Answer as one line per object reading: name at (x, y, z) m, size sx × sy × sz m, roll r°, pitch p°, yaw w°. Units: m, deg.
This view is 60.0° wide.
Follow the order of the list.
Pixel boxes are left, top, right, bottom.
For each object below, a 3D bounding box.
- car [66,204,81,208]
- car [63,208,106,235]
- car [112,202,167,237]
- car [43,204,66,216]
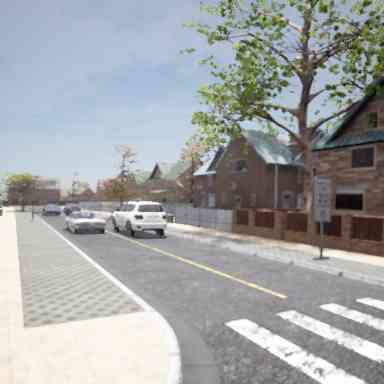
car at (-16.516, 2.357, 45.857) m, size 2.128 × 1.511 × 4.902 m, roll 2°, pitch -2°, yaw -28°
car at (-7.000, 1.968, 21.748) m, size 1.895 × 1.301 × 4.718 m, roll 2°, pitch -2°, yaw -28°
car at (-3.481, 1.662, 21.443) m, size 2.150 × 2.045 × 5.566 m, roll 2°, pitch -2°, yaw -28°
car at (-17.874, 2.274, 42.346) m, size 2.033 × 1.411 × 5.357 m, roll 2°, pitch -2°, yaw -28°
